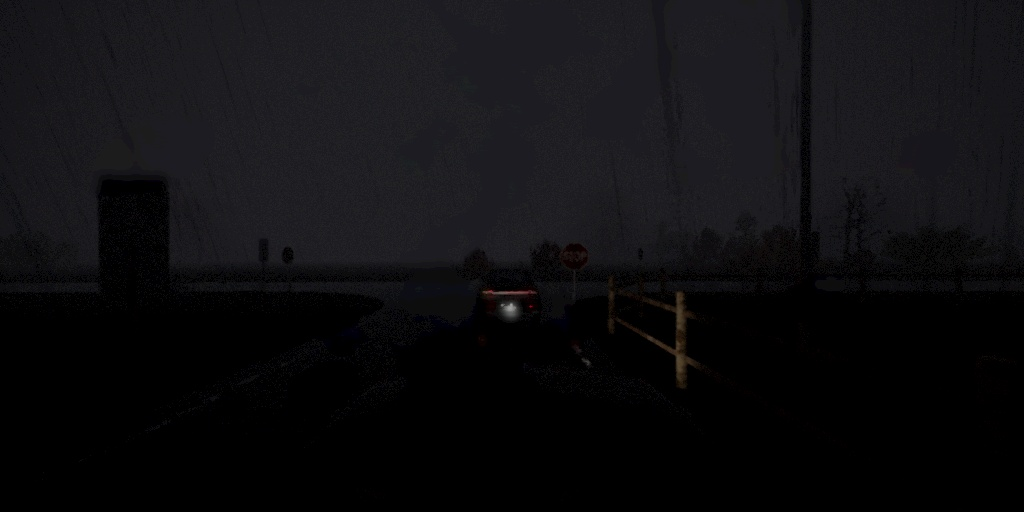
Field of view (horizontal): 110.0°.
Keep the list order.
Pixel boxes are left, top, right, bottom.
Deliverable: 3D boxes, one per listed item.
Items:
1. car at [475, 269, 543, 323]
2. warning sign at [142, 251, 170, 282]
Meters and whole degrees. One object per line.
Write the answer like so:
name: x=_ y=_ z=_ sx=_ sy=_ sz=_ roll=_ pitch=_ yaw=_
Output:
car: x=-0.161 y=1.157 z=11.684 sx=2.128 sy=1.511 sz=4.902 roll=0 pitch=0 yaw=-3
warning sign: x=-25.386 y=0.723 z=25.965 sx=1.060 sy=1.860 sz=1.300 roll=0 pitch=0 yaw=0
